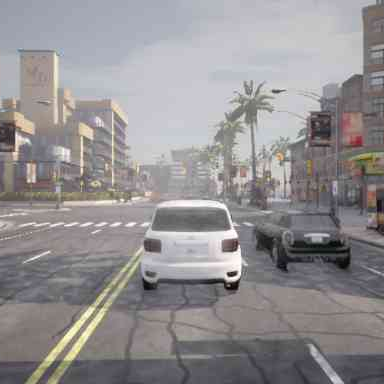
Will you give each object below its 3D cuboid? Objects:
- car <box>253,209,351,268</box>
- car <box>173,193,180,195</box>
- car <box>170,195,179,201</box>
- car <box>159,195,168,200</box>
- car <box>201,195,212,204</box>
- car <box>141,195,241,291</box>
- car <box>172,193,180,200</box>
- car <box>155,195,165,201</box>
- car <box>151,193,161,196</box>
[{"bbox_3d":[3.472,1.351,11.394,2.097,1.767,4.553,0,0,0],"label":"car"},{"bbox_3d":[-4.233,1.540,72.837,2.033,1.411,5.357,0,0,-1],"label":"car"},{"bbox_3d":[-4.332,1.500,82.560,1.837,1.490,4.892,0,0,-1],"label":"car"},{"bbox_3d":[-7.941,1.540,92.883,2.033,1.411,5.357,0,0,-1],"label":"car"},{"bbox_3d":[2.919,1.477,66.398,1.882,1.535,5.008,0,0,0],"label":"car"},{"bbox_3d":[-0.019,1.222,9.144,2.150,2.045,5.566,0,0,0],"label":"car"},{"bbox_3d":[-4.448,1.225,93.130,2.150,2.045,5.566,0,0,-1],"label":"car"},{"bbox_3d":[-7.832,1.525,82.544,2.128,1.511,4.902,0,0,-1],"label":"car"},{"bbox_3d":[-7.733,1.225,72.821,2.150,2.045,5.566,0,0,-1],"label":"car"}]
